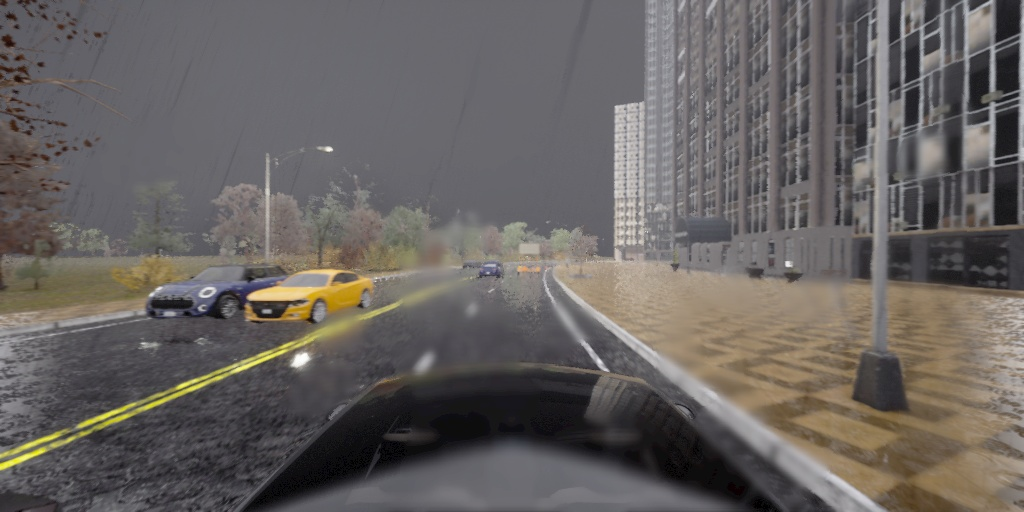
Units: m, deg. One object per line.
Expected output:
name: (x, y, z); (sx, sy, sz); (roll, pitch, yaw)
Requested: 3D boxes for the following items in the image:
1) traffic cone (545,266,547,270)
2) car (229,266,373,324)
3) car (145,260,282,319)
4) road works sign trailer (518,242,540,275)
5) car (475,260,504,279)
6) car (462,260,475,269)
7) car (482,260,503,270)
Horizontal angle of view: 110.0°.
traffic cone: (4.991, 1.736, 52.088); (0.340, 0.580, 0.340); (0, 0, 7)
car: (-6.434, 1.197, 12.021); (1.882, 1.535, 5.008); (0, 0, 2)
car: (-9.668, 1.056, 12.441); (2.097, 1.767, 4.553); (0, 0, 2)
road works sign trailer: (1.871, 0.227, 39.365); (2.380, 3.560, 2.880); (0, 0, 7)
car: (-1.853, 1.269, 32.741); (1.812, 1.442, 4.674); (0, 0, 5)
car: (-6.063, 1.269, 54.608); (2.033, 1.411, 5.357); (0, 0, 8)
car: (-2.852, 1.286, 54.118); (2.033, 1.411, 5.357); (0, 0, 9)
